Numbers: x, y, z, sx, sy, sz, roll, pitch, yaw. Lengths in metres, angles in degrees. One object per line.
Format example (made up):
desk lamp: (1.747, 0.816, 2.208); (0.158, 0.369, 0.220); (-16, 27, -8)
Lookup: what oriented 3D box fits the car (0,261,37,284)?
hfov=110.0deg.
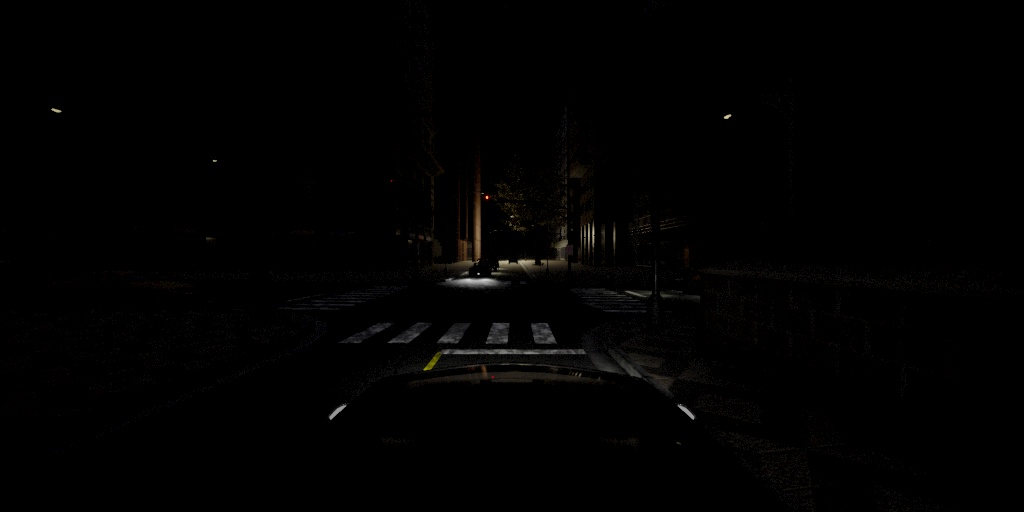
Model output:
car: (-31.863, 0.974, 22.545); (4.507, 1.381, 1.888); (0, 0, 1)

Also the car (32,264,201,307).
car: (-14.902, 1.146, 13.866); (4.829, 1.417, 1.751); (0, 0, 1)

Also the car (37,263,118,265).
car: (-26.245, 1.065, 22.494); (4.313, 1.339, 1.948); (0, 0, 1)

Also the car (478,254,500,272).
car: (-2.968, 0.829, 44.471); (2.150, 2.045, 5.566); (0, 0, -1)

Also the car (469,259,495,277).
car: (-2.997, 1.275, 34.437); (1.895, 1.301, 4.718); (0, 0, 0)

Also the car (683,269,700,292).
car: (12.419, 1.311, 19.481); (5.008, 1.535, 1.882); (0, 0, 1)

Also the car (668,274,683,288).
car: (11.988, 1.381, 22.148); (4.403, 1.370, 2.007); (0, 0, 1)
